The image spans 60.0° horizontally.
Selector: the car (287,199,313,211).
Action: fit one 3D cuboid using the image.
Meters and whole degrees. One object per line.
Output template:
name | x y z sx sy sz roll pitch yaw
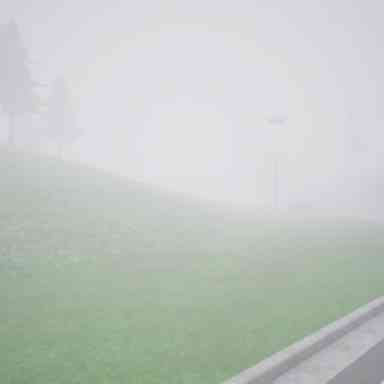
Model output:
car | 14.903 1.725 46.171 1.882 1.535 5.008 0 0 -7
